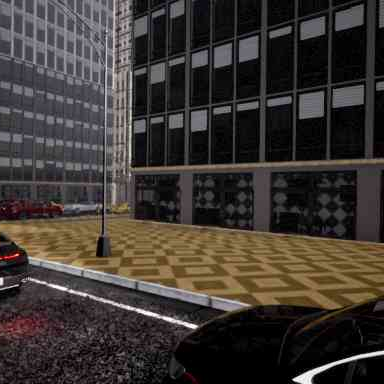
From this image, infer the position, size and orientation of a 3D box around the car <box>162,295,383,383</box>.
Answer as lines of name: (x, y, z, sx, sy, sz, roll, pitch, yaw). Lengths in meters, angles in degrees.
car: (1.974, 1.505, 2.266, 4.892, 1.490, 1.837, 0, 0, 36)

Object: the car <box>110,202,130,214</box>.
car: (-7.341, 1.830, 38.862, 1.752, 1.417, 4.829, 1, 0, 37)

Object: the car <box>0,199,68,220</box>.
car: (-14.172, 1.519, 29.675, 2.192, 1.841, 5.009, 1, 0, 37)

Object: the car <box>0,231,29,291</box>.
car: (-5.742, 1.500, 7.811, 4.892, 1.490, 1.837, 0, 0, 36)

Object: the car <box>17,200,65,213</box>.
car: (-17.635, 1.643, 39.063, 1.752, 1.417, 4.829, 1, 0, 37)

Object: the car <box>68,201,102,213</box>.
car: (-13.180, 1.795, 40.699, 1.895, 1.301, 4.718, 1, 0, 37)
